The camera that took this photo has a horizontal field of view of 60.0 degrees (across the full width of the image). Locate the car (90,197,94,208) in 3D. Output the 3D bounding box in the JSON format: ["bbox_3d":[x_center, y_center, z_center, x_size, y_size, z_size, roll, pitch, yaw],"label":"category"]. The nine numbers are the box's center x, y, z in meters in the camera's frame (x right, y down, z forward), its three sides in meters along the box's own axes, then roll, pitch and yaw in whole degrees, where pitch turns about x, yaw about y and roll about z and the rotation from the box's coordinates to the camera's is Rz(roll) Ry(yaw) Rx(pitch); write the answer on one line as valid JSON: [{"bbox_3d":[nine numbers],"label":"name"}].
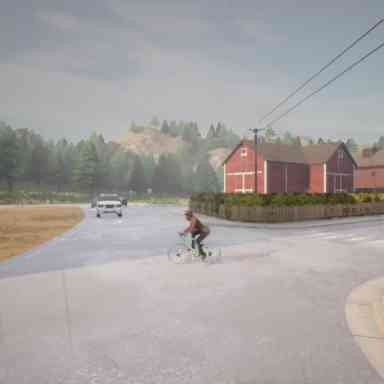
[{"bbox_3d":[-13.152,1.483,46.567,1.837,1.490,4.892,0,0,-20],"label":"car"}]

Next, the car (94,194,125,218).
[{"bbox_3d":[-7.749,1.211,30.903,2.150,2.045,5.566,0,0,-16],"label":"car"}]

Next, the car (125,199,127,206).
[{"bbox_3d":[-11.548,1.461,52.312,1.882,1.535,5.008,0,0,-25],"label":"car"}]

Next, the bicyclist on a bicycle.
[{"bbox_3d":[0.071,1.449,10.278,1.656,1.620,0.582,-1,0,-4],"label":"bicyclist on a bicycle"}]
